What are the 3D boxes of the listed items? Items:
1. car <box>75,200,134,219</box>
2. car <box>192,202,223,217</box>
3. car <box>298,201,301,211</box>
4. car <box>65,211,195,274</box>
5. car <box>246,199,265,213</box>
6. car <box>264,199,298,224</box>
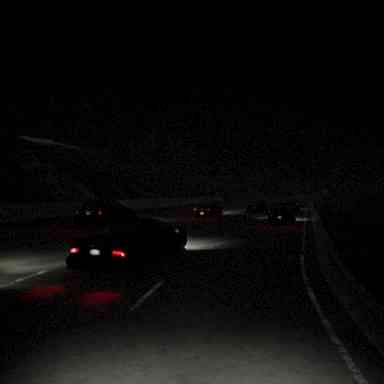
[{"bbox_3d":[-5.485,1.301,21.682,2.097,1.767,4.553,0,0,18],"label":"car"},{"bbox_3d":[1.608,1.589,31.613,1.895,1.301,4.718,0,0,19],"label":"car"},{"bbox_3d":[12.485,1.577,41.687,1.812,1.442,4.674,0,0,19],"label":"car"},{"bbox_3d":[-1.696,1.529,10.564,2.033,1.411,5.357,0,0,16],"label":"car"},{"bbox_3d":[7.415,1.499,37.693,1.882,1.535,5.008,0,0,19],"label":"car"},{"bbox_3d":[6.800,1.552,25.160,1.812,1.442,4.674,0,0,19],"label":"car"}]
